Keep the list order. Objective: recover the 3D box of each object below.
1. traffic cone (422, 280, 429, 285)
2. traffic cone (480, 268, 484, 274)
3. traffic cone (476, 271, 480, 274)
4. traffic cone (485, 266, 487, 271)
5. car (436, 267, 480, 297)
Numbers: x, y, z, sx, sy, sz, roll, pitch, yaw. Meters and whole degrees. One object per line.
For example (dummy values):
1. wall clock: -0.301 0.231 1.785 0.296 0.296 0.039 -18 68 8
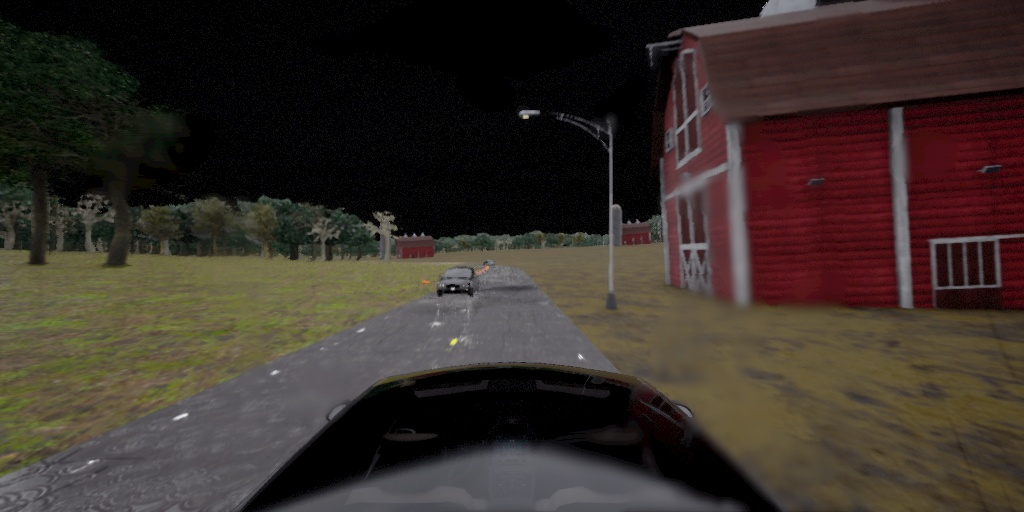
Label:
1. traffic cone: -6.280 1.574 25.460 0.340 0.580 0.340 0 0 -5
2. traffic cone: -3.861 1.890 43.732 0.340 0.580 0.340 0 0 0
3. traffic cone: -3.860 1.879 38.731 0.340 0.580 0.340 0 0 0
4. traffic cone: -3.862 1.899 48.733 0.340 0.580 0.340 0 0 0
5. car: -2.847 1.353 19.678 1.837 1.490 4.892 0 0 0
